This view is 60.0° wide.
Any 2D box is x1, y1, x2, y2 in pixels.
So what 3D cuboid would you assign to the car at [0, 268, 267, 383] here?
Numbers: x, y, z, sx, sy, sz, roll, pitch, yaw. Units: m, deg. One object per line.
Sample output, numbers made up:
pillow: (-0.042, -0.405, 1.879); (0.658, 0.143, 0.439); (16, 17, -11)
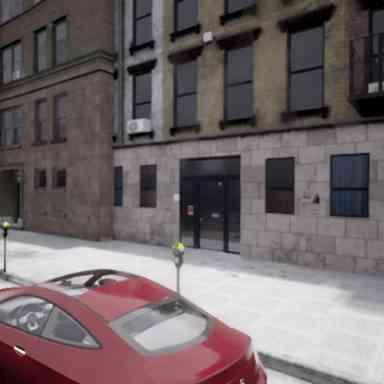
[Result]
car: (-1.270, 1.558, 3.724); (4.206, 1.307, 1.802); (1, 0, 36)
